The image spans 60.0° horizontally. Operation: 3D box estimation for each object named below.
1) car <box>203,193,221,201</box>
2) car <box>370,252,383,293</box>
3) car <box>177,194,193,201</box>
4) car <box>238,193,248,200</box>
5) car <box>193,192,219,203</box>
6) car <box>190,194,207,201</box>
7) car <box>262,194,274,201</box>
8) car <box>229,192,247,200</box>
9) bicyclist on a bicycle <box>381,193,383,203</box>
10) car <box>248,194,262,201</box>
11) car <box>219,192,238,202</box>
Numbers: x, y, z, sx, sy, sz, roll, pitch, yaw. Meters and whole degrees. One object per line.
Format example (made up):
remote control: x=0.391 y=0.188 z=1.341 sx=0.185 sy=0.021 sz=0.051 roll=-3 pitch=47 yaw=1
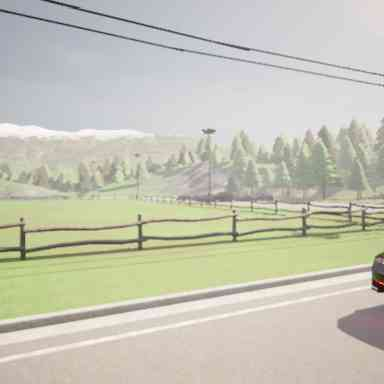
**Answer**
car: x=4.575 y=1.132 z=76.711 sx=1.882 sy=1.535 sz=5.008 roll=0 pitch=0 yaw=-26
car: x=5.664 y=1.433 z=6.434 sx=4.902 sy=1.511 sz=2.128 roll=0 pitch=0 yaw=-26
car: x=-1.734 y=1.209 z=73.679 sx=1.837 sy=1.490 sz=4.892 roll=0 pitch=0 yaw=-26
car: x=8.836 y=1.274 z=67.849 sx=1.994 sy=1.385 sz=4.181 roll=0 pitch=0 yaw=-26
car: x=2.664 y=1.115 z=64.527 sx=2.097 sy=1.767 sz=4.553 roll=0 pitch=0 yaw=-26
car: x=1.420 y=1.207 z=75.195 sx=1.812 sy=1.442 sz=4.674 roll=0 pitch=0 yaw=-26
car: x=15.334 y=1.158 z=70.486 sx=1.837 sy=1.490 sz=4.892 roll=0 pitch=0 yaw=-26
car: x=10.896 y=0.955 z=79.715 sx=2.097 sy=1.767 sz=4.553 roll=0 pitch=0 yaw=-26
bicyclist on a bicycle: x=29.377 y=0.936 z=50.651 sx=1.656 sy=1.620 sz=0.582 roll=-1 pitch=0 yaw=-26
car: x=12.003 y=1.237 z=69.338 sx=1.994 sy=1.385 sz=4.181 roll=0 pitch=0 yaw=-26
car: x=6.067 y=0.958 z=65.524 sx=2.150 sy=2.045 sz=5.566 roll=0 pitch=0 yaw=-26
